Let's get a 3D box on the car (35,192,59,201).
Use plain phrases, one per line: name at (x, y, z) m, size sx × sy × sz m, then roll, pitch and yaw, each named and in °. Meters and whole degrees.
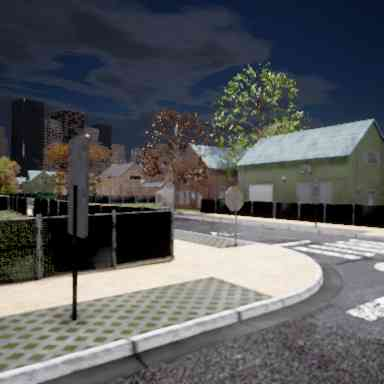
car at (-20.106, 0.975, 45.995) m, size 2.150 × 2.045 × 5.566 m, roll 1°, pitch 0°, yaw -37°
